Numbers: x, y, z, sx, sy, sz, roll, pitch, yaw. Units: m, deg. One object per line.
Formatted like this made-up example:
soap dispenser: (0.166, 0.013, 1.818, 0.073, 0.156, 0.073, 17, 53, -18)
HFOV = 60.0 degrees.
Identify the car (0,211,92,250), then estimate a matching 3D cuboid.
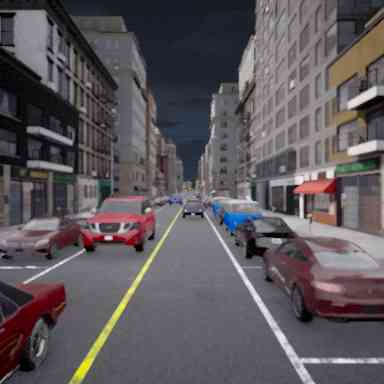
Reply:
car: (-5.389, 1.576, 12.464, 1.802, 1.307, 4.206, 0, 0, 0)

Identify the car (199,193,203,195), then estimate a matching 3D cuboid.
car: (2.627, 1.445, 56.552, 1.967, 1.590, 4.097, 0, 0, 0)

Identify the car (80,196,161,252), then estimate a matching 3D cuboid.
car: (-2.826, 1.214, 14.138, 2.150, 2.045, 5.566, 0, 0, 1)

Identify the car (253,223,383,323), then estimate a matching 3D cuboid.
car: (2.637, 1.577, 6.955, 1.802, 1.307, 4.206, 0, 0, 0)

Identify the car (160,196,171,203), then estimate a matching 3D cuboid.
car: (-5.400, 1.555, 67.573, 1.887, 1.381, 4.507, 0, 0, 0)

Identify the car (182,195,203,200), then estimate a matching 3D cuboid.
car: (0.091, 1.492, 45.171, 2.128, 1.511, 4.902, 0, 0, 0)

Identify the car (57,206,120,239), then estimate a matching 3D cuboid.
car: (-5.390, 1.543, 17.974, 2.008, 1.369, 4.403, 0, 0, 0)

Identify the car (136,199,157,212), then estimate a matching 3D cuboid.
car: (-5.395, 1.549, 40.017, 2.008, 1.369, 4.403, 0, 0, 0)

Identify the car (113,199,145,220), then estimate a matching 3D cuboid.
car: (-5.393, 1.434, 28.996, 1.967, 1.590, 4.097, 0, 0, 0)

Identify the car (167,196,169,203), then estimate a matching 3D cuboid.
car: (-5.398, 1.588, 56.551, 1.802, 1.307, 4.206, 0, 0, 0)

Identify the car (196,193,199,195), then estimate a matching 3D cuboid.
car: (2.624, 1.326, 73.086, 2.192, 1.841, 5.009, 0, 0, 0)

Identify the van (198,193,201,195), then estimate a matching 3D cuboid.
van: (2.625, 1.350, 67.574, 1.690, 1.788, 3.998, 0, 0, 0)

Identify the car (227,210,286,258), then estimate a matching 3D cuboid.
car: (2.635, 1.559, 12.466, 1.947, 1.339, 4.313, 0, 0, 0)

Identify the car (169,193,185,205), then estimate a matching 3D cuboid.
car: (-2.774, 1.232, 57.821, 2.150, 2.045, 5.566, 0, 0, 0)

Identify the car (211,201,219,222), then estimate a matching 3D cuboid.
car: (2.633, 1.542, 23.487, 2.008, 1.369, 4.403, 0, 0, 0)

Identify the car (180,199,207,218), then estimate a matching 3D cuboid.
car: (0.100, 1.594, 29.984, 1.895, 1.301, 4.718, 0, 0, 0)

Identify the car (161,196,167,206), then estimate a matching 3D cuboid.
car: (-5.397, 1.549, 51.039, 1.887, 1.381, 4.507, 0, 0, 0)

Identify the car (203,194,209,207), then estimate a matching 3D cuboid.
car: (2.629, 1.441, 45.530, 1.967, 1.590, 4.097, 0, 0, 0)

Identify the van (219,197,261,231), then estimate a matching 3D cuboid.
van: (2.634, 1.333, 17.976, 1.690, 1.788, 3.998, 0, 0, 0)

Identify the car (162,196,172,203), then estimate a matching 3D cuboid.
car: (-5.401, 1.577, 73.084, 1.947, 1.339, 4.313, 0, 0, 0)

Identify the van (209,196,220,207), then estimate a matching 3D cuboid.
van: (2.632, 1.334, 28.997, 1.690, 1.788, 3.998, 0, 0, 0)

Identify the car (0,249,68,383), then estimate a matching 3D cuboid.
car: (-2.851, 1.599, 2.905, 1.895, 1.301, 4.718, 0, 0, 0)
